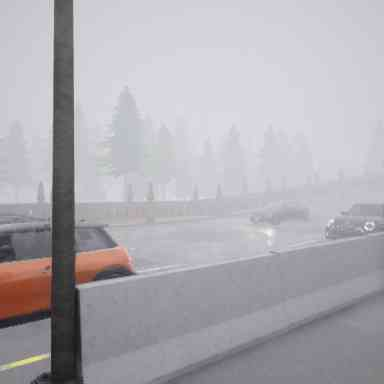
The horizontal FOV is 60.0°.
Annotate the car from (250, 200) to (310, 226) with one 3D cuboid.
[{"bbox_3d":[5.816,1.293,21.713,4.674,1.442,1.812,-3,2,-37],"label":"car"}]

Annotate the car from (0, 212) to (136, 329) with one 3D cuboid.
[{"bbox_3d":[-3.326,1.352,5.870,4.553,1.767,2.097,0,0,-38],"label":"car"}]

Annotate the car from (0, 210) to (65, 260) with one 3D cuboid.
[{"bbox_3d":[-7.299,1.496,11.723,4.902,1.511,2.128,0,0,-36],"label":"car"}]

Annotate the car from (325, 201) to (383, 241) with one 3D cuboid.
[{"bbox_3d":[7.758,1.231,14.410,4.553,1.767,2.097,-2,1,-37],"label":"car"}]
